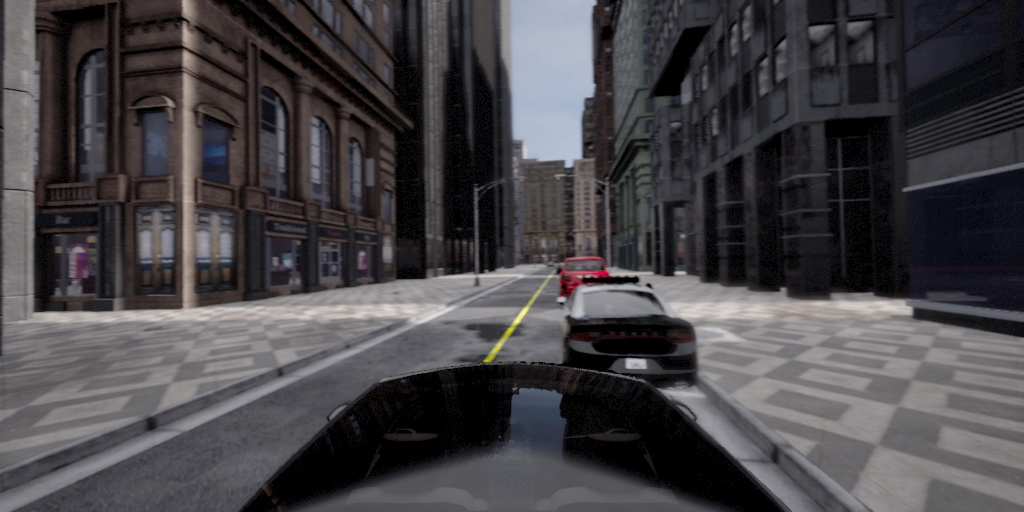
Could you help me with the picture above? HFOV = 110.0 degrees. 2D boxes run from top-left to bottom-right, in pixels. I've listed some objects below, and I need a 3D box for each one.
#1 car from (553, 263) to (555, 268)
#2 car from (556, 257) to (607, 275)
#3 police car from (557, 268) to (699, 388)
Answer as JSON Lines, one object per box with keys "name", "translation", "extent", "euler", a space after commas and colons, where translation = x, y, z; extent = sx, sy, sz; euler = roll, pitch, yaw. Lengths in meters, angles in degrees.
{"name": "car", "translation": [6.681, 1.759, 46.628], "extent": [1.895, 1.301, 4.718], "euler": [-1, -1, 9]}
{"name": "car", "translation": [3.335, 1.082, 16.980], "extent": [2.150, 2.045, 5.566], "euler": [-1, -1, 8]}
{"name": "police car", "translation": [1.947, 1.199, 7.155], "extent": [1.930, 1.638, 5.238], "euler": [-1, -1, 8]}
